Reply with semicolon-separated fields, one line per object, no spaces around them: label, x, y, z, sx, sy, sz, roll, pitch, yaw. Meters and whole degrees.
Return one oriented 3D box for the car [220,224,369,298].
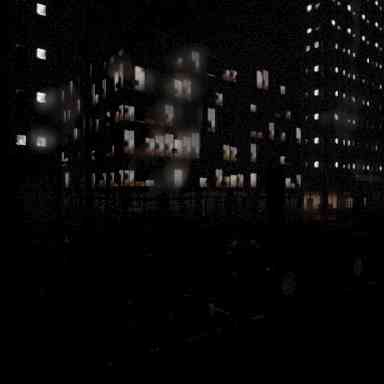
car;2.741;1.544;8.504;4.507;1.381;1.887;0;0;-35
